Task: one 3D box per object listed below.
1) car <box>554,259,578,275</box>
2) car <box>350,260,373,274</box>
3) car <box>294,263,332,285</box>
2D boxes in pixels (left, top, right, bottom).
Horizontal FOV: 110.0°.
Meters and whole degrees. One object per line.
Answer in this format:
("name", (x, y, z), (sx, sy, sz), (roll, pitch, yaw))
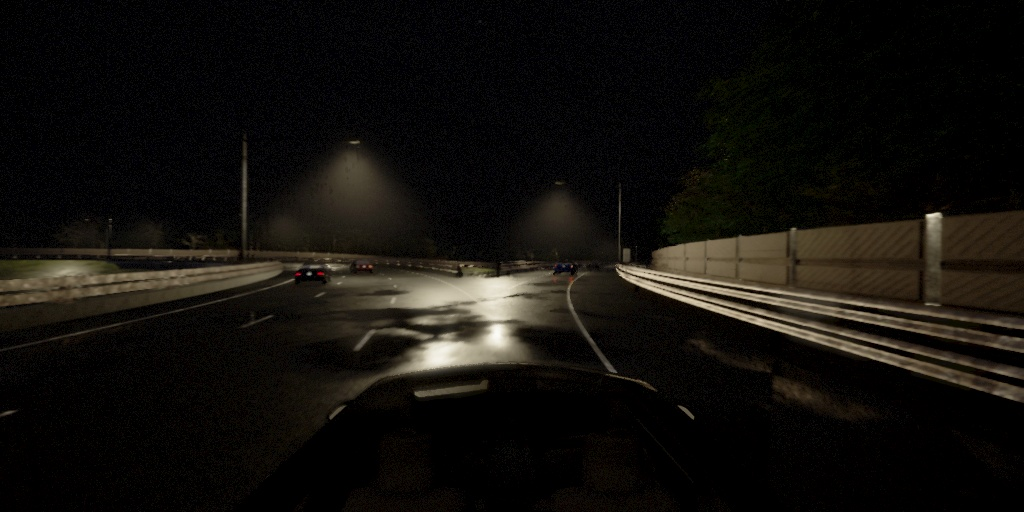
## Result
("car", (5.759, 1.081, 38.031), (2.097, 1.767, 4.553), (0, 0, 15))
("car", (-16.091, 1.105, 38.238), (2.033, 1.411, 5.357), (0, 0, -30))
("car", (-13.531, 1.152, 24.579), (2.033, 1.411, 5.357), (0, 0, -22))
